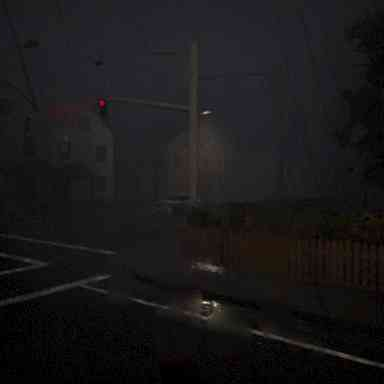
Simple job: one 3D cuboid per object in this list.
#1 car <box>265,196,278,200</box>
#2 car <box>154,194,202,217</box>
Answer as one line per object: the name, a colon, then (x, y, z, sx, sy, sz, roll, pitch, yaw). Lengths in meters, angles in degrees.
car: (12.511, 1.455, 51.251, 1.837, 1.490, 4.892, 0, 0, 35)
car: (-1.217, 1.169, 31.564, 2.150, 2.045, 5.566, 0, 0, 35)
